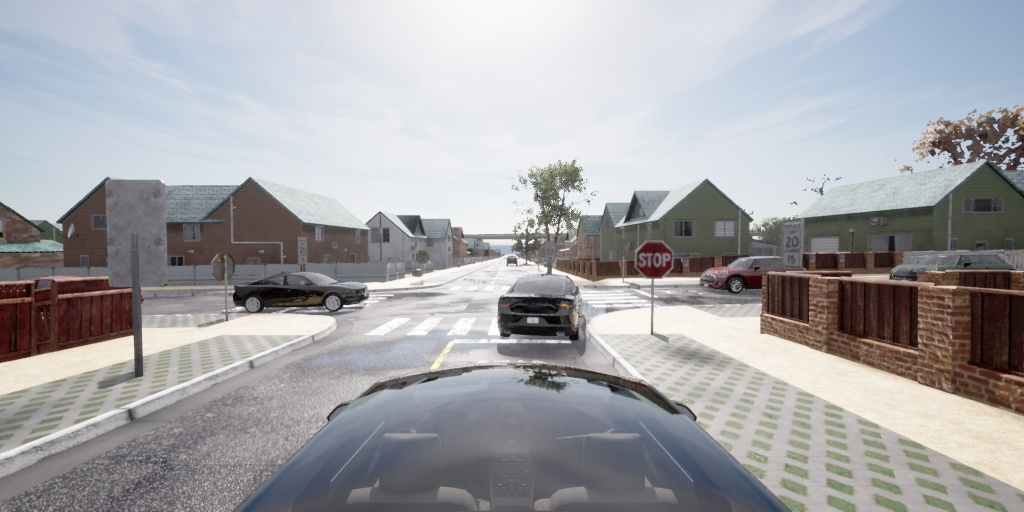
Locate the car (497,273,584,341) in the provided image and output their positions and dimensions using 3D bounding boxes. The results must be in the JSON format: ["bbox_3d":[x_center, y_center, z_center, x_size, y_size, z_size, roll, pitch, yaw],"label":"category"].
[{"bbox_3d":[0.958,1.225,10.077,1.882,1.535,5.008,0,0,12],"label":"car"}]

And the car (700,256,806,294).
[{"bbox_3d":[11.808,0.821,17.686,4.553,1.767,2.097,-1,2,0],"label":"car"}]

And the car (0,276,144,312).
[{"bbox_3d":[-18.020,1.547,14.542,5.008,1.535,1.882,-1,2,0],"label":"car"}]

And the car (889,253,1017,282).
[{"bbox_3d":[21.703,0.646,17.757,4.553,1.767,2.097,-1,2,0],"label":"car"}]

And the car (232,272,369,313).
[{"bbox_3d":[-8.468,1.377,14.604,5.008,1.535,1.882,-1,2,0],"label":"car"}]
